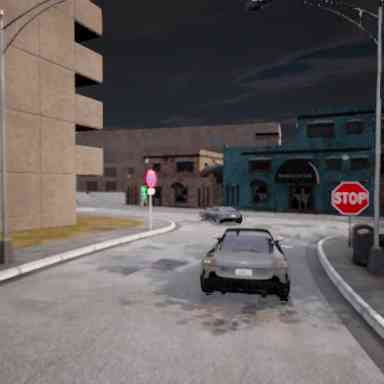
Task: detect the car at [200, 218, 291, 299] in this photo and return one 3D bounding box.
[{"bbox_3d":[1.457,1.638,8.803,1.994,1.385,4.181,0,0,11],"label":"car"}]

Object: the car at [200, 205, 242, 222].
[{"bbox_3d":[2.207,1.727,26.313,1.994,1.385,4.181,1,0,-24],"label":"car"}]
